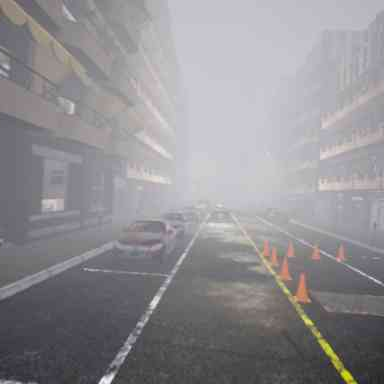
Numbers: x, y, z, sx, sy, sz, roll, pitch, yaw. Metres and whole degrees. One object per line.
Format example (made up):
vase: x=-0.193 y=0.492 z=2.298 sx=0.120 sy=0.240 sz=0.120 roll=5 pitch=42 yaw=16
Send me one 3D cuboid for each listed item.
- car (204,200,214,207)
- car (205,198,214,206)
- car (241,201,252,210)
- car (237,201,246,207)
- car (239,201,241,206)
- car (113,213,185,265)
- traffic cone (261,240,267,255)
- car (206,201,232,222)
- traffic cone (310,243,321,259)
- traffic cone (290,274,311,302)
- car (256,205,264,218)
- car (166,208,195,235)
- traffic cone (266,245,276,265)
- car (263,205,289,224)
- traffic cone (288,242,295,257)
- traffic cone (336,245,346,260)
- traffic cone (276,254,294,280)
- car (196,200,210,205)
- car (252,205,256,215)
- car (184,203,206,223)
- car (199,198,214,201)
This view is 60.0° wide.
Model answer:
car: x=4.066 y=2.692 z=79.002 sx=2.008 sy=1.369 sz=4.403 roll=2 pitch=-1 yaw=5
car: x=4.541 y=2.547 z=84.588 sx=2.192 sy=1.841 sz=5.009 roll=2 pitch=-1 yaw=5
car: x=11.473 y=2.949 z=67.107 sx=1.947 sy=1.339 sz=4.313 roll=2 pitch=-1 yaw=5
car: x=13.339 y=3.184 z=89.437 sx=1.967 sy=1.590 sz=4.097 roll=2 pitch=-1 yaw=5
car: x=11.939 y=3.024 z=72.690 sx=2.008 sy=1.369 sz=4.403 roll=2 pitch=-1 yaw=5
car: x=-1.519 y=1.645 z=12.018 sx=1.802 sy=1.307 sz=4.206 roll=2 pitch=-1 yaw=5
traffic cone: x=3.032 y=2.273 z=13.637 sx=0.340 sy=0.580 sz=0.340 roll=3 pitch=-1 yaw=5
car: x=2.823 y=2.020 z=32.606 sx=2.128 sy=1.511 sz=4.902 roll=3 pitch=-1 yaw=5
traffic cone: x=5.023 y=2.374 z=13.470 sx=0.340 sy=0.580 sz=0.340 roll=3 pitch=-1 yaw=5
traffic cone: x=2.534 y=2.177 z=7.658 sx=0.340 sy=0.580 sz=0.340 roll=3 pitch=-1 yaw=5
car: x=9.146 y=2.498 z=39.198 sx=1.947 sy=1.339 sz=4.313 roll=2 pitch=-1 yaw=5
car: x=-1.053 y=1.735 z=17.600 sx=1.802 sy=1.307 sz=4.206 roll=2 pitch=-1 yaw=5
traffic cone: x=2.866 y=2.241 z=11.644 sx=0.340 sy=0.580 sz=0.340 roll=3 pitch=-1 yaw=5
car: x=8.697 y=2.371 z=33.785 sx=1.752 sy=1.417 sz=4.829 roll=2 pitch=-1 yaw=5
traffic cone: x=4.027 y=2.323 z=13.553 sx=0.340 sy=0.580 sz=0.340 roll=3 pitch=-1 yaw=5
traffic cone: x=6.017 y=2.424 z=13.386 sx=0.340 sy=0.580 sz=0.340 roll=3 pitch=-1 yaw=5
traffic cone: x=2.700 y=2.209 z=9.651 sx=0.340 sy=0.580 sz=0.340 roll=3 pitch=-1 yaw=5
car: x=0.809 y=2.062 z=39.928 sx=2.008 sy=1.369 sz=4.403 roll=2 pitch=-1 yaw=5
car: x=9.616 y=2.463 z=44.781 sx=1.967 sy=1.590 sz=4.097 roll=2 pitch=-1 yaw=5
car: x=-0.121 y=1.883 z=28.765 sx=2.008 sy=1.369 sz=4.403 roll=2 pitch=-1 yaw=5
car: x=1.749 y=2.006 z=51.096 sx=2.192 sy=1.841 sz=5.009 roll=2 pitch=-1 yaw=5
